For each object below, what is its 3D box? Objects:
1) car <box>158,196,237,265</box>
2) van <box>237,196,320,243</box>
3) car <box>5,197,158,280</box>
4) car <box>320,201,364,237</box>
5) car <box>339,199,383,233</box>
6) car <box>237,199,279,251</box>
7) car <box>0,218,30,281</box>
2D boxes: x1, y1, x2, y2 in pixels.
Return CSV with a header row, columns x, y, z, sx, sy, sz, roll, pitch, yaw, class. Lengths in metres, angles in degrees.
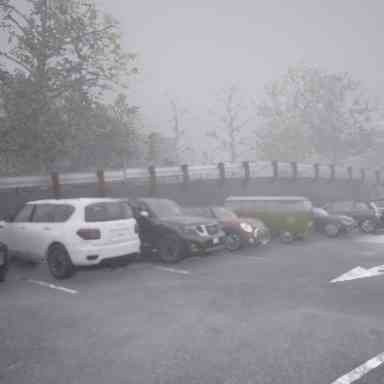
x,y,z,sx,sy,sz,roll,pitch,yaw,class
-1.541,1.200,11.886,5.566,2.045,2.435,-1,-1,34,car
3.260,1.191,15.455,4.442,1.987,1.878,-1,0,35,van
-4.059,1.219,10.146,5.566,2.045,2.435,-1,0,35,car
5.821,1.397,17.149,4.892,1.521,2.231,-1,-1,35,car
8.308,1.252,18.863,4.553,1.767,2.185,-1,0,35,car
0.873,1.308,13.666,4.553,1.767,2.185,-1,-1,35,car
-6.519,1.518,8.391,4.792,1.488,2.163,-1,0,35,car
